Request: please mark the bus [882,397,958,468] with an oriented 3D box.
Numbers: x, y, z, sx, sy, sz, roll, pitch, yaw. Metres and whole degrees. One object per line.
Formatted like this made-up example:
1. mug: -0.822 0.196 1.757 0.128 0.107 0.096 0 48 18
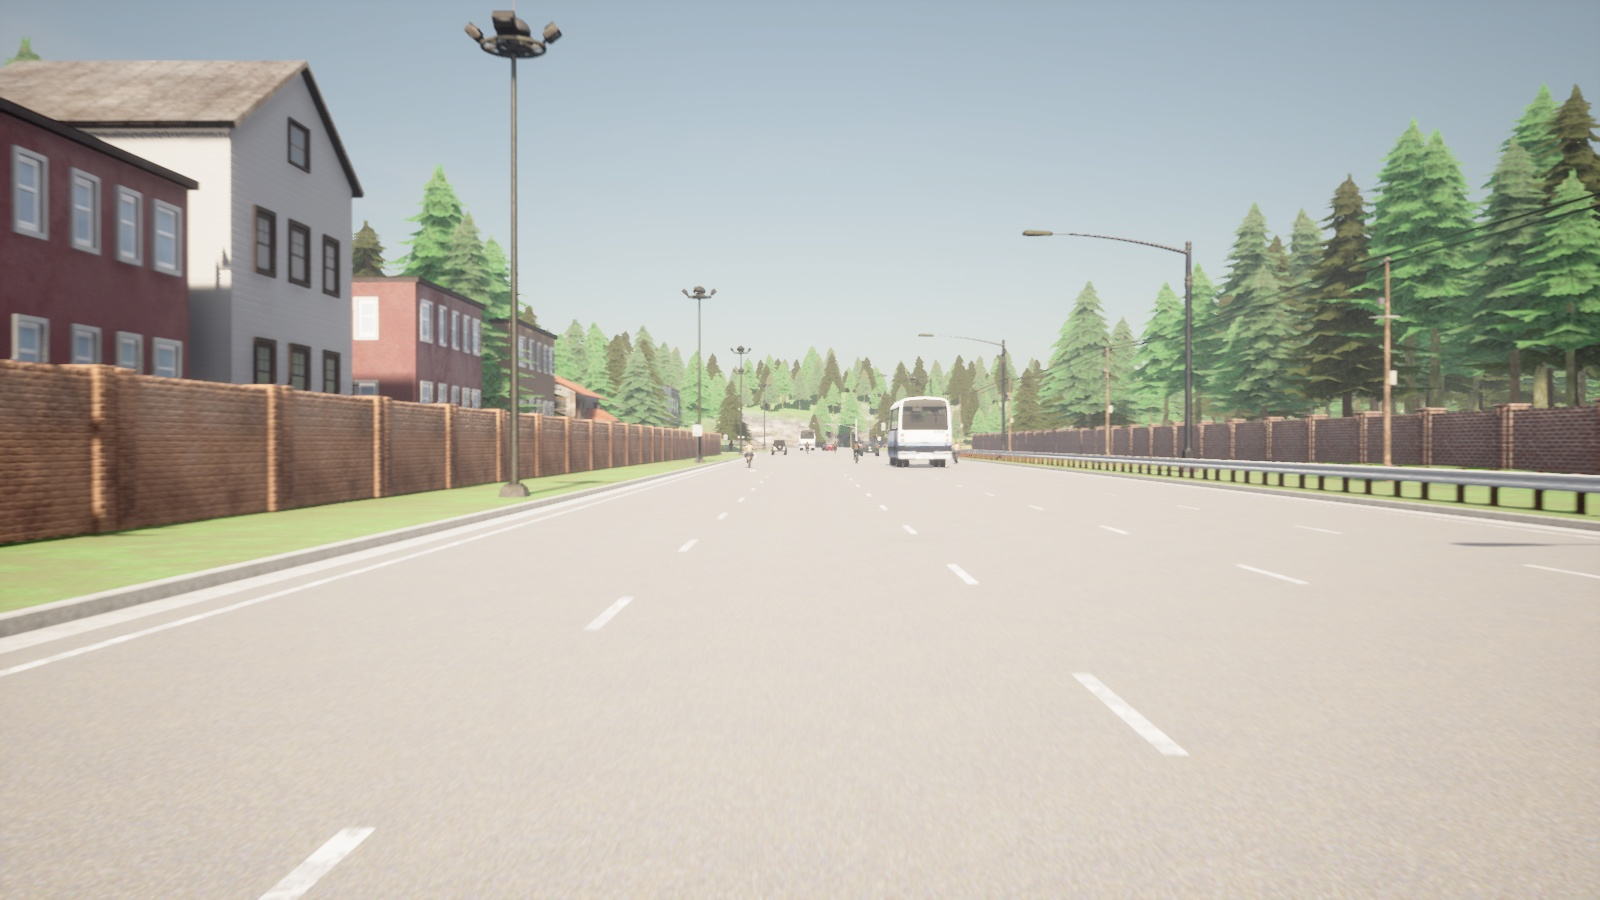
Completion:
1. bus: 7.470 -1.069 79.904 3.944 4.253 10.273 0 0 0
